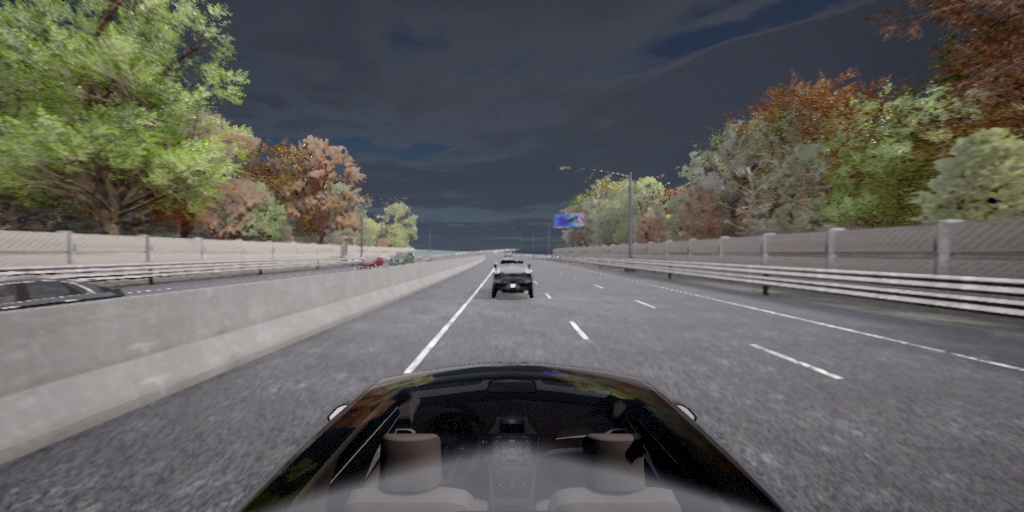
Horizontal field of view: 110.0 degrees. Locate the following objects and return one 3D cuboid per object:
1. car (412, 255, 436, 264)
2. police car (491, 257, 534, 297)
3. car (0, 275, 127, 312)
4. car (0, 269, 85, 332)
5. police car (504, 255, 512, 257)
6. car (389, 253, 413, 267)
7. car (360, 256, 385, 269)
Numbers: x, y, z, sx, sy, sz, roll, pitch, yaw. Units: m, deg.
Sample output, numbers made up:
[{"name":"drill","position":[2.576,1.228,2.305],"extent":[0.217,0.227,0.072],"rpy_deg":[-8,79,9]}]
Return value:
[{"name":"car","position":[-11.160,0.827,47.125],"extent":[2.128,1.511,4.902],"rpy_deg":[0,1,-1]},{"name":"police car","position":[0.017,1.026,17.751],"extent":[1.930,1.638,5.238],"rpy_deg":[0,1,0]},{"name":"car","position":[-10.609,1.215,7.025],"extent":[1.837,1.490,4.892],"rpy_deg":[0,1,0]},{"name":"car","position":[-14.115,1.191,8.491],"extent":[2.128,1.511,4.902],"rpy_deg":[0,1,0]},{"name":"police car","position":[-0.560,0.736,48.680],"extent":[1.930,1.638,5.238],"rpy_deg":[0,1,-1]},{"name":"car","position":[-14.685,0.547,48.304],"extent":[2.150,2.045,5.566],"rpy_deg":[0,1,-1]},{"name":"car","position":[-18.152,0.821,46.868],"extent":[1.882,1.535,5.008],"rpy_deg":[0,1,-1]}]
